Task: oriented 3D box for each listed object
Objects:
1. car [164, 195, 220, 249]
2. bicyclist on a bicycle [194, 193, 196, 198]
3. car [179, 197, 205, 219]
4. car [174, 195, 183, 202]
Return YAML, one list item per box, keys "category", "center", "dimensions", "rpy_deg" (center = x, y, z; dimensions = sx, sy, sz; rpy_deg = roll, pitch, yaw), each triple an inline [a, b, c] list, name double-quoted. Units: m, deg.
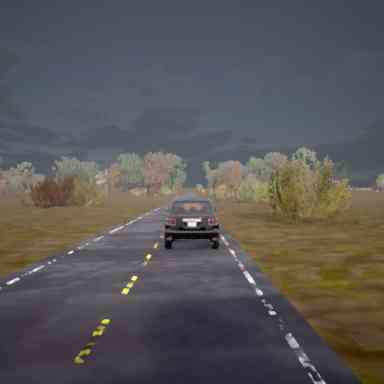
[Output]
- category: "car"
  center: [0.000, 1.257, 14.680]
  dimensions: [2.150, 2.045, 5.566]
  rpy_deg: [0, 0, 0]
- category: "bicyclist on a bicycle"
  center: [0.816, 1.341, 90.418]
  dimensions: [0.866, 1.612, 1.509]
  rpy_deg: [0, 0, 0]
- category: "car"
  center: [0.000, 1.360, 29.620]
  dimensions: [2.097, 1.767, 4.553]
  rpy_deg: [0, 0, 0]
- category: "car"
  center: [-3.000, 1.421, 75.937]
  dimensions: [1.837, 1.490, 4.892]
  rpy_deg: [0, 0, 0]
